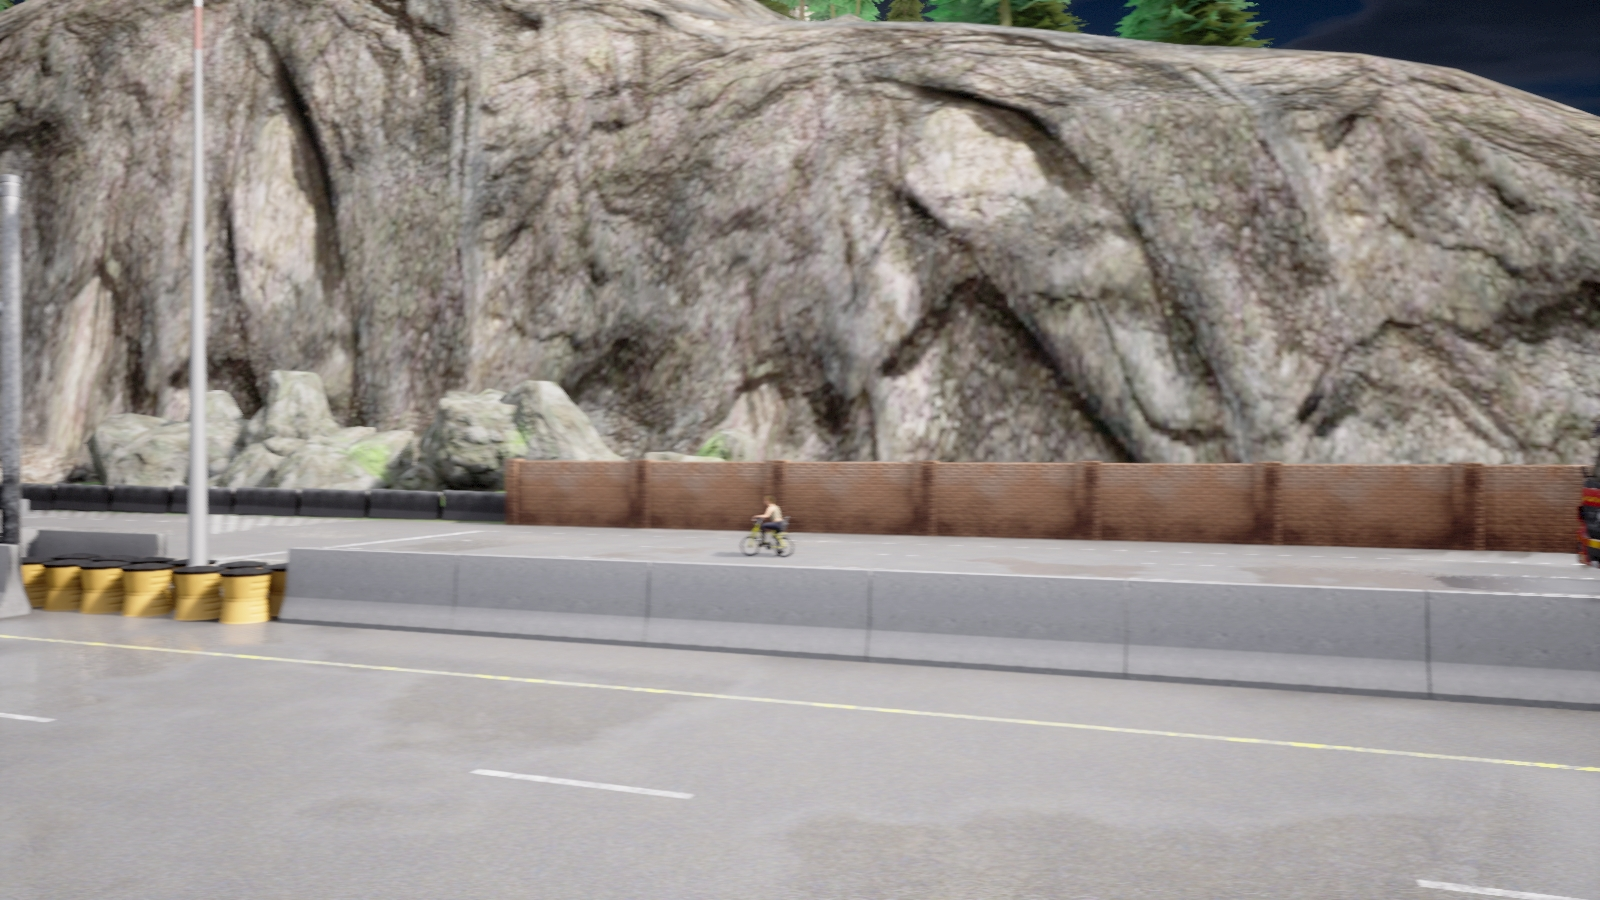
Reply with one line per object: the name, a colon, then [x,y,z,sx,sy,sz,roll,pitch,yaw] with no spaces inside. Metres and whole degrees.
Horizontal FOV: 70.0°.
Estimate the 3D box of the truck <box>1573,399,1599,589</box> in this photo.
truck: [20.224,0.885,21.935,8.468,3.827,2.891,0,0,19]
